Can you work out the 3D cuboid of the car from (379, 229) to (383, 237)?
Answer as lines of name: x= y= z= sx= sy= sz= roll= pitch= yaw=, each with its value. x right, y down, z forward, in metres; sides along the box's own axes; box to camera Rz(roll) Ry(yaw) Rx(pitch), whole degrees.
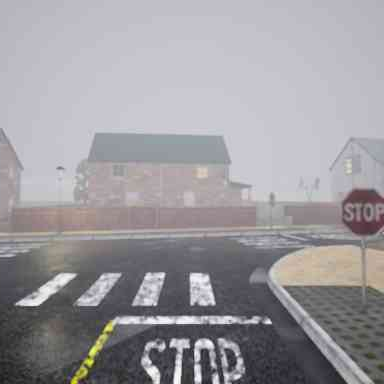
car: x=10.451 y=1.438 z=14.706 sx=4.718 sy=1.301 sz=1.895 roll=-1 pitch=-2 yaw=-10
